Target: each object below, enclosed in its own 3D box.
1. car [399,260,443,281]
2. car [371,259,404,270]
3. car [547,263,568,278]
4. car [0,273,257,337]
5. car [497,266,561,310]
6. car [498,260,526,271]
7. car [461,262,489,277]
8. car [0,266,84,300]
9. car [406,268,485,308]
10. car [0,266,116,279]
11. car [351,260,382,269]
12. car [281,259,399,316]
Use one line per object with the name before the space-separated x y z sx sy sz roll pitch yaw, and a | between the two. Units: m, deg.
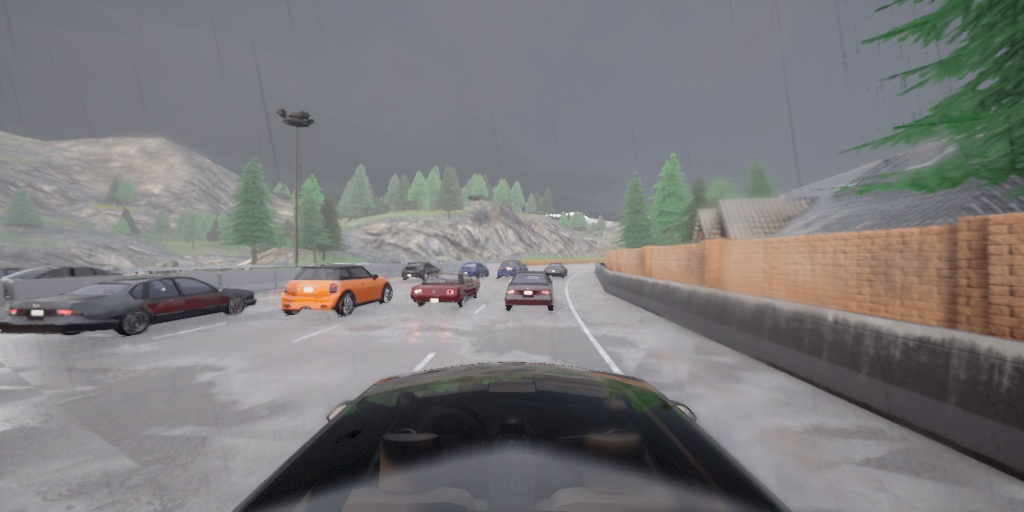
car | -7.520 1.259 30.140 1.837 1.490 4.892 0 0 11
car | -19.136 1.234 55.341 2.128 1.511 4.902 0 0 19
car | 4.303 1.358 35.079 1.994 1.385 4.181 0 0 14
car | -10.079 1.275 10.235 2.033 1.411 5.357 0 0 4
car | 0.802 1.312 14.801 2.033 1.411 5.357 0 0 6
car | 0.134 1.131 32.598 2.097 1.767 4.553 0 0 12
car | -3.458 1.294 32.617 1.812 1.442 4.674 0 0 12
car | -23.823 1.240 16.330 2.033 1.411 5.357 0 0 5
car | -2.636 1.356 15.390 1.895 1.301 4.718 0 0 5
car | -20.334 1.207 15.829 1.837 1.490 4.892 0 0 6
car | -22.651 1.333 55.947 1.895 1.301 4.718 0 0 18
car | -6.280 1.094 13.469 2.097 1.767 4.553 0 0 4
